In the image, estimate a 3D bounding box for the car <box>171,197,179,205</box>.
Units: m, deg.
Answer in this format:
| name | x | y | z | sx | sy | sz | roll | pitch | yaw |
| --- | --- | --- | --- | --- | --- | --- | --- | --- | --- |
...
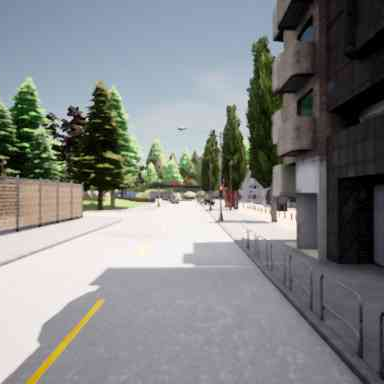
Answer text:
| name | x | y | z | sx | sy | sz | roll | pitch | yaw |
| --- | --- | --- | --- | --- | --- | --- | --- | --- | --- |
| car | -3.997 | 2.476 | 79.640 | 1.837 | 1.490 | 4.892 | 0 | -1 | 0 |
